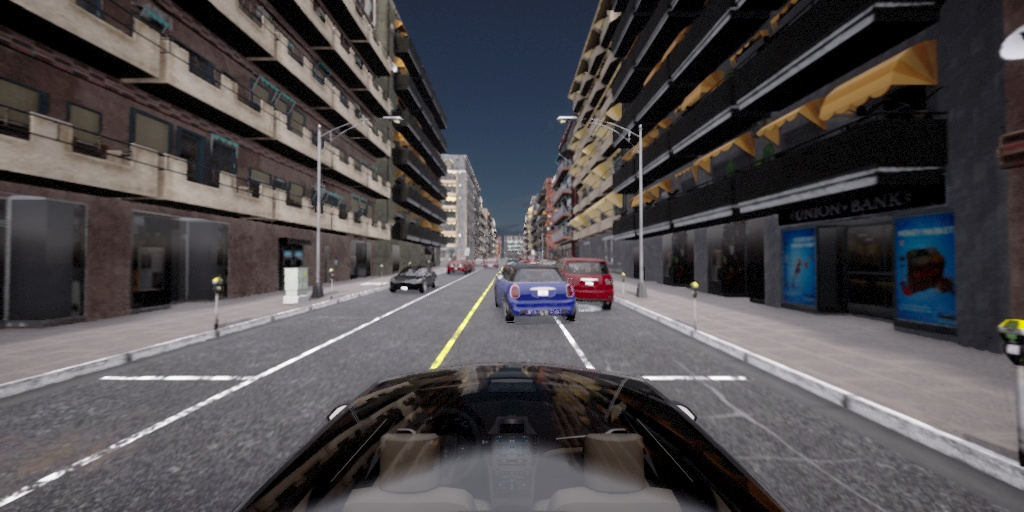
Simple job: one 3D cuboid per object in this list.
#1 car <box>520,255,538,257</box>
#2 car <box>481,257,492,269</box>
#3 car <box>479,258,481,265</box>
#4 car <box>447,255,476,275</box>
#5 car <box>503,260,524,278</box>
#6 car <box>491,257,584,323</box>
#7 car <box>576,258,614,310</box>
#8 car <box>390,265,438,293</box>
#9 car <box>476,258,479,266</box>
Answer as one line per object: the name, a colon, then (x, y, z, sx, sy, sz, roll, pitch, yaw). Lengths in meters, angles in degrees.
car: (2.546, 0.812, 47.408, 2.192, 1.841, 5.009, 0, 0, 0)
car: (-2.772, 1.018, 48.713, 1.812, 1.442, 4.674, 0, 0, 1)
car: (-5.300, 1.038, 58.528, 1.802, 1.307, 4.207, 0, 0, 0)
car: (-5.305, 0.861, 36.404, 2.192, 1.841, 5.009, 0, 0, 0)
car: (0.105, 1.090, 32.776, 1.812, 1.442, 4.674, 0, 0, 0)
car: (0.600, 1.037, 12.151, 2.097, 1.767, 4.553, 0, 1, -7)
car: (2.537, 0.983, 14.222, 2.192, 1.841, 5.009, 0, 0, 0)
car: (-5.310, 1.200, 19.815, 1.948, 1.339, 4.313, 0, 0, 0)
car: (-5.304, 1.066, 41.935, 1.888, 1.381, 4.507, 0, 0, 0)
